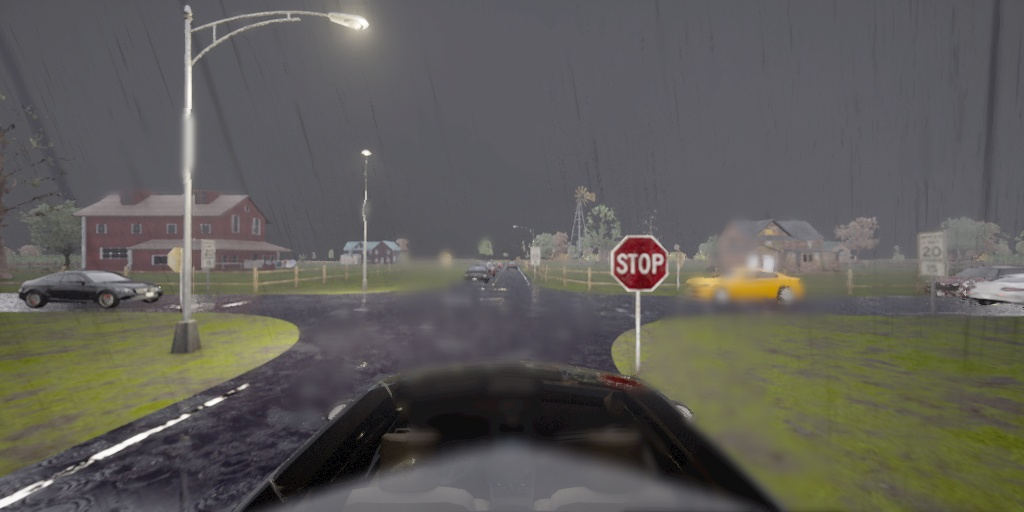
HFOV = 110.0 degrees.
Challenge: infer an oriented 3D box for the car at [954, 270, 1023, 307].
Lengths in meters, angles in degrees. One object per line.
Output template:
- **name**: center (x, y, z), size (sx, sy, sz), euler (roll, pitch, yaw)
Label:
- **car**: center (21.479, 1.448, 14.505), size (4.674, 1.442, 1.812), euler (0, 0, 1)

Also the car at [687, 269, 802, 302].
- **car**: center (11.164, 1.375, 17.393), size (5.008, 1.535, 1.882), euler (0, 0, -2)

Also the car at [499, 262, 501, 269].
- **car**: center (-2.867, 1.589, 50.718), size (1.837, 1.490, 4.892), euler (0, 0, 0)

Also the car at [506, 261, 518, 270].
- **car**: center (0.036, 1.667, 62.705), size (1.837, 1.490, 4.892), euler (0, 0, 0)

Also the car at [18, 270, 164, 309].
- **car**: center (-17.233, 1.320, 14.763), size (4.674, 1.442, 1.812), euler (0, 0, 0)

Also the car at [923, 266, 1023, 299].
- **car**: center (23.127, 1.294, 17.430), size (4.553, 1.767, 2.097), euler (0, 0, 0)

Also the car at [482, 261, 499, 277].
- **car**: center (-2.874, 1.369, 40.466), size (2.097, 1.767, 4.553), euler (0, 0, 0)

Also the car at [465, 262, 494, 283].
- **car**: center (-2.847, 1.497, 30.474), size (2.033, 1.411, 5.357), euler (0, 0, -1)
